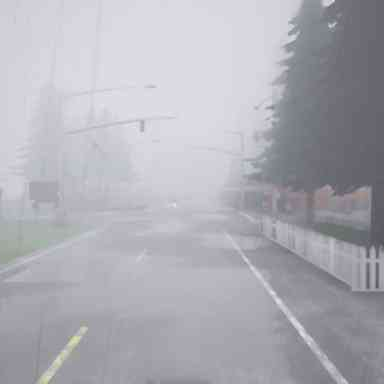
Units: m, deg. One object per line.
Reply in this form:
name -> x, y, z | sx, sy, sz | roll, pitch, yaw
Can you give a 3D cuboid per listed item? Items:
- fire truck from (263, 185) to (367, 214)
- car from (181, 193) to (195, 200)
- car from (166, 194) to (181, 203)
fire truck -> 10.769, -0.017, 29.577 | 8.468, 3.827, 2.891 | 0, 0, 0
car -> -1.294, 0.940, 74.181 | 2.097, 1.767, 4.553 | 0, 0, 32
car -> -3.519, 1.172, 59.020 | 2.128, 1.511, 4.902 | 0, 0, 1
